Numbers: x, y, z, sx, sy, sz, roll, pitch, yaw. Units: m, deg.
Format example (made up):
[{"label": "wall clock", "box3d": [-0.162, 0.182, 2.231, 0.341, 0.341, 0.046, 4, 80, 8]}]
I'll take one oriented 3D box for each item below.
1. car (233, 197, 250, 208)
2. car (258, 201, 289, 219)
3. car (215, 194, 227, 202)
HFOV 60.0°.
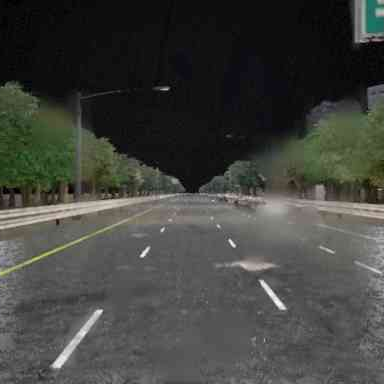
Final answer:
[{"label": "car", "box3d": [7.006, 1.508, 47.144, 2.128, 1.511, 4.902, 0, 0, 0]}, {"label": "car", "box3d": [7.003, 1.543, 28.827, 1.812, 1.442, 4.674, 0, 0, 0]}, {"label": "car", "box3d": [7.030, 1.547, 77.259, 1.837, 1.490, 4.892, 0, 0, 0]}]
